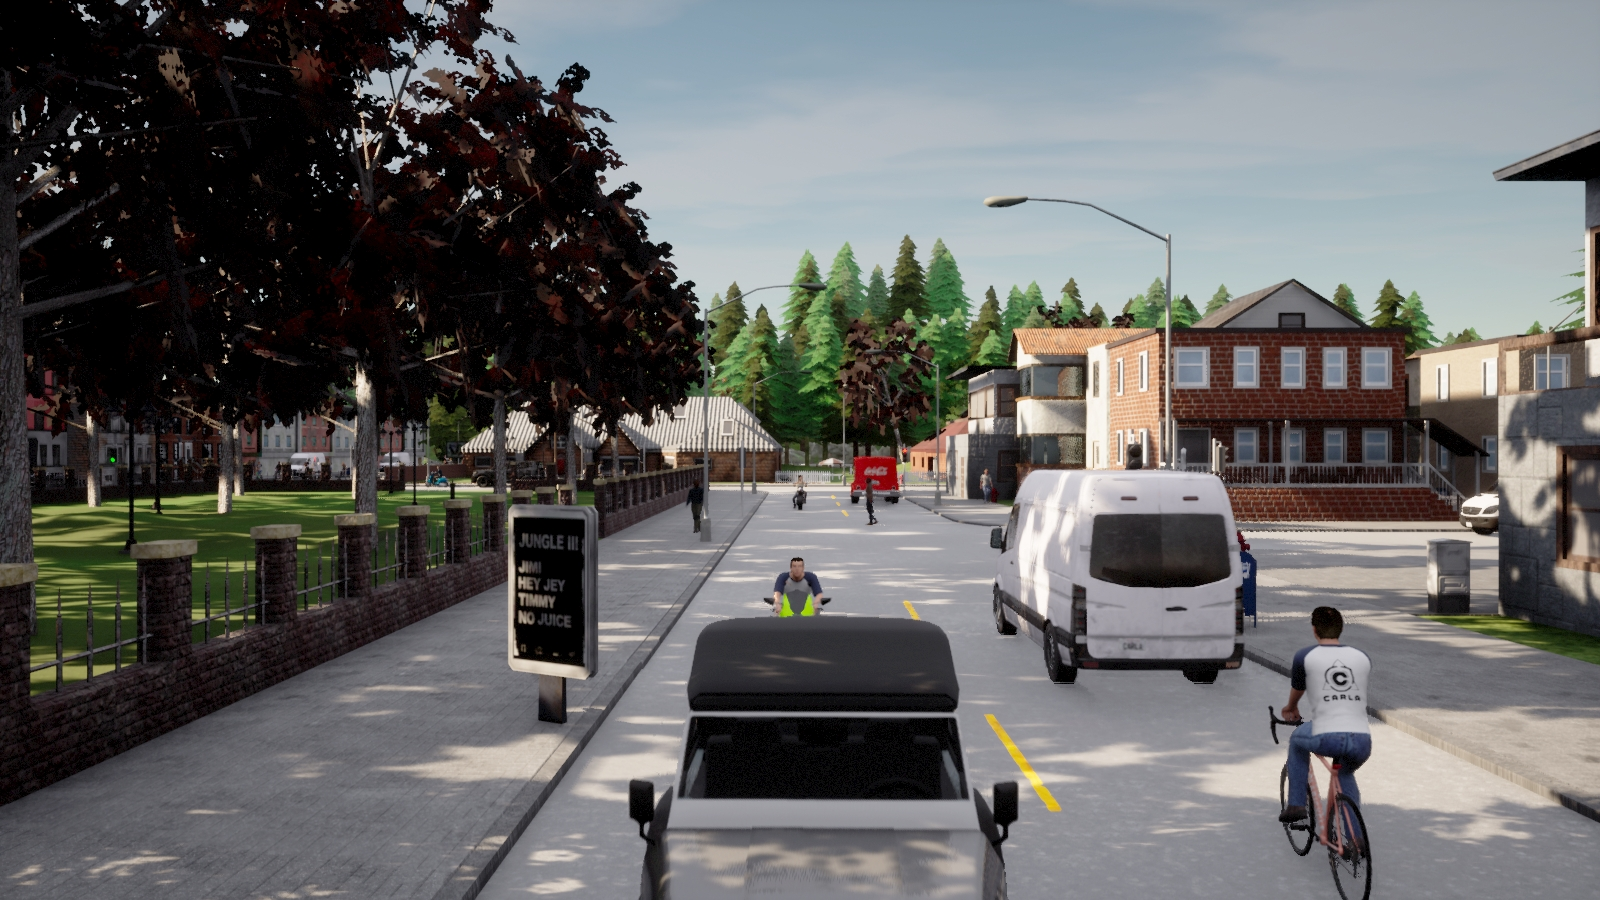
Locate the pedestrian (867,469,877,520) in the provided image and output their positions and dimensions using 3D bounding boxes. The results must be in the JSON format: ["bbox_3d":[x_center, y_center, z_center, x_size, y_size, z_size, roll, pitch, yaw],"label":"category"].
[{"bbox_3d":[2.658,1.645,41.972,0.375,1.860,0.375,0,0,4],"label":"pedestrian"}]

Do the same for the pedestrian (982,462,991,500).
[{"bbox_3d":[9.279,1.547,56.931,0.375,1.860,0.375,0,0,-3],"label":"pedestrian"}]

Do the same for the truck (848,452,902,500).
[{"bbox_3d":[3.969,1.372,61.570,2.627,2.467,5.204,0,0,1],"label":"truck"}]

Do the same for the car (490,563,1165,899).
[{"bbox_3d":[0.107,1.640,5.160,1.905,1.878,3.866,0,0,1],"label":"car"}]

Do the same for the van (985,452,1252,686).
[{"bbox_3d":[3.997,1.322,15.578,1.988,2.561,5.915,0,0,0],"label":"van"}]

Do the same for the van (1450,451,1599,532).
[{"bbox_3d":[24.712,1.329,37.232,5.915,2.561,1.988,0,0,0],"label":"van"}]

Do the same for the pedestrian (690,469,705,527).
[{"bbox_3d":[-3.318,1.540,36.993,0.375,1.860,0.375,0,0,11],"label":"pedestrian"}]
